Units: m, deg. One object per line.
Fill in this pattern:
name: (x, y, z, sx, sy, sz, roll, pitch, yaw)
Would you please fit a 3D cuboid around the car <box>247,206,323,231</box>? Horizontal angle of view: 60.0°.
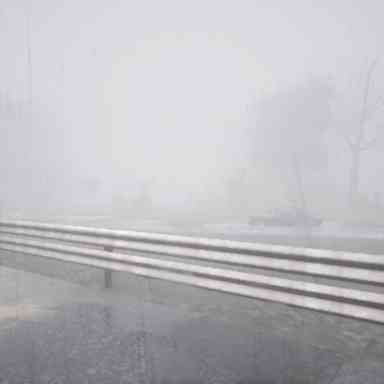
car: (6.044, 1.795, 21.955, 4.718, 1.301, 1.895, 0, 0, 15)
